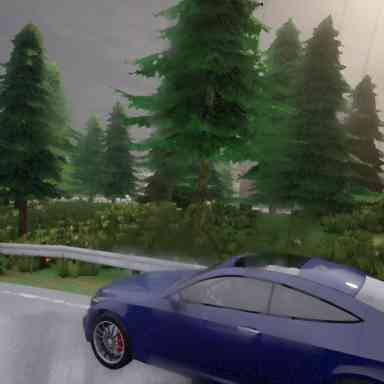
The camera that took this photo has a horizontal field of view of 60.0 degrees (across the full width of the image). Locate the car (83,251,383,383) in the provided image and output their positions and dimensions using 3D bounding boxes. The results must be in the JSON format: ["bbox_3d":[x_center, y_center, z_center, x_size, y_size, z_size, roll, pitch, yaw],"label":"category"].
[{"bbox_3d":[0.752,1.499,4.100,4.674,1.442,1.812,1,1,31],"label":"car"}]
